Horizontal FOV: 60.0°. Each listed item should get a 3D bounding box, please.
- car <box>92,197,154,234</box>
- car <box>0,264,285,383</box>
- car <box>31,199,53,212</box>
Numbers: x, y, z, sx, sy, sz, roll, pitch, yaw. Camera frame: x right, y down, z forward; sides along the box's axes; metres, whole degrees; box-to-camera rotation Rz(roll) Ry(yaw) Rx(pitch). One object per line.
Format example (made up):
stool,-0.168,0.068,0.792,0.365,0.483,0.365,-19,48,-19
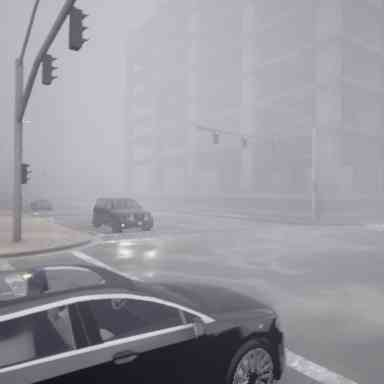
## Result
car,-4.463,1.381,20.772,2.150,2.045,5.566,1,0,-35
car,-1.083,1.504,3.223,4.902,1.511,2.128,1,-1,-38
car,-18.284,1.615,40.465,1.837,1.490,4.892,1,0,-35
